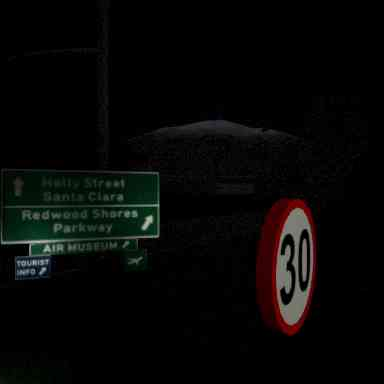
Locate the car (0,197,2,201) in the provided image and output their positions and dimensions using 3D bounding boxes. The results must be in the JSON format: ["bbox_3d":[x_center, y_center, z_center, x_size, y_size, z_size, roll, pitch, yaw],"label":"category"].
[{"bbox_3d":[-12.447,1.504,26.027,1.905,1.878,3.866,0,0,35],"label":"car"}]

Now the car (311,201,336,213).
[{"bbox_3d":[16.051,1.792,40.482,1.895,1.301,4.718,0,0,36],"label":"car"}]

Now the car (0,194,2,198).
[{"bbox_3d":[-38.770,1.489,69.898,4.514,1.523,2.007,0,0,35],"label":"car"}]
